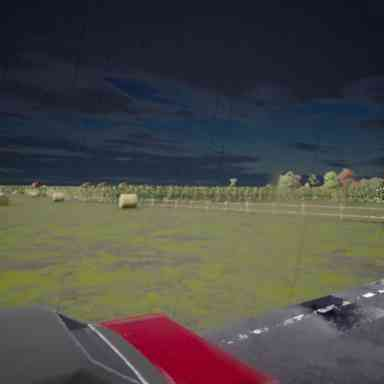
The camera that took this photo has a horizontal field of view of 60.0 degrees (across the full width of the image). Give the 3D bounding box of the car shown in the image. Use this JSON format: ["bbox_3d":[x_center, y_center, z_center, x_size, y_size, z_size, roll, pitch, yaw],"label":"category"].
[{"bbox_3d":[-1.723,1.585,1.876,4.718,1.301,1.895,1,0,-35],"label":"car"}]
